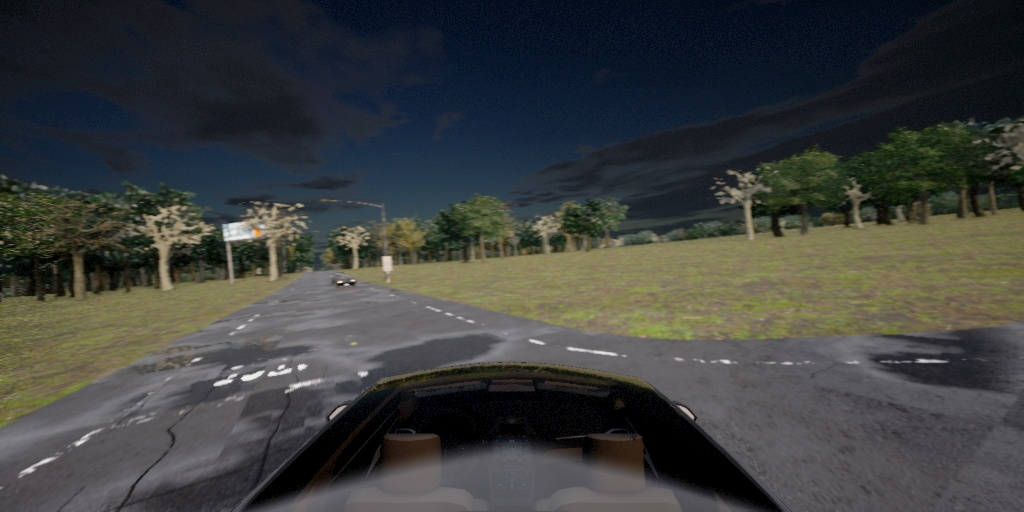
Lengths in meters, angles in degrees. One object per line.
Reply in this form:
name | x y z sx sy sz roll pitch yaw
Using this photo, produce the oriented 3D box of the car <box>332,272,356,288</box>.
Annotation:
car | -18.326 2.744 39.336 1.895 1.301 4.718 -4 0 -28
